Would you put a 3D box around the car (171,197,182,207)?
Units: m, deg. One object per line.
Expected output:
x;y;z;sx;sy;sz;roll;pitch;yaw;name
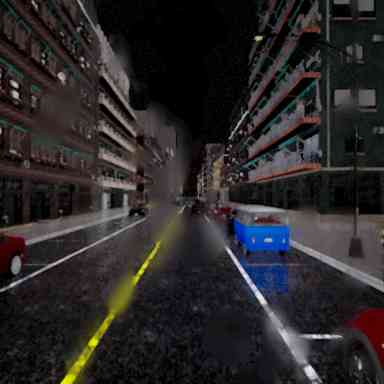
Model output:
-3.032;2.201;64.618;1.994;1.385;4.181;0;-1;1;car

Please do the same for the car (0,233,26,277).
-5.689;1.626;7.900;1.887;1.381;4.507;0;-1;0;car

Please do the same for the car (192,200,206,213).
0.896;1.933;45.575;1.882;1.535;5.008;0;-1;0;car

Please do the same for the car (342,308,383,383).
2.693;1.465;2.263;1.967;1.590;4.097;0;-1;0;car

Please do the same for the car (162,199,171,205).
-5.696;2.325;75.535;1.802;1.307;4.206;0;-1;0;car

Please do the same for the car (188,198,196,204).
-0.008;2.302;86.126;1.994;1.385;4.181;0;-1;0;car

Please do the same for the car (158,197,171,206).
-5.694;2.004;69.901;2.192;1.841;5.009;0;-1;0;car

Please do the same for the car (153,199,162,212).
-5.693;1.996;47.184;1.752;1.417;4.829;0;-1;0;car

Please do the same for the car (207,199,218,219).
2.690;1.747;30.444;1.967;1.590;4.097;0;-1;0;car

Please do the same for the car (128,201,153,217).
-5.692;1.928;36.080;1.947;1.339;4.313;0;-1;0;car

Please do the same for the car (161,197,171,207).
-5.694;2.075;64.264;1.967;1.590;4.097;0;-1;0;car

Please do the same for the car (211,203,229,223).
2.690;1.796;24.806;1.887;1.381;4.507;0;-1;0;car

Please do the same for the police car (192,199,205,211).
0.896;1.940;51.685;1.930;1.638;5.238;0;-1;0;police car

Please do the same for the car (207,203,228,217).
2.689;1.913;36.078;2.008;1.369;4.403;0;-1;0;car

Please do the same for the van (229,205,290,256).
2.692;1.479;13.536;1.690;1.788;3.998;0;-1;0;van

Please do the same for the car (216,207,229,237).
2.690;1.761;19.170;1.947;1.339;4.313;0;-1;0;car

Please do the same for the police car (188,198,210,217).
0.760;1.782;35.692;1.930;1.638;5.238;0;-1;0;police car
